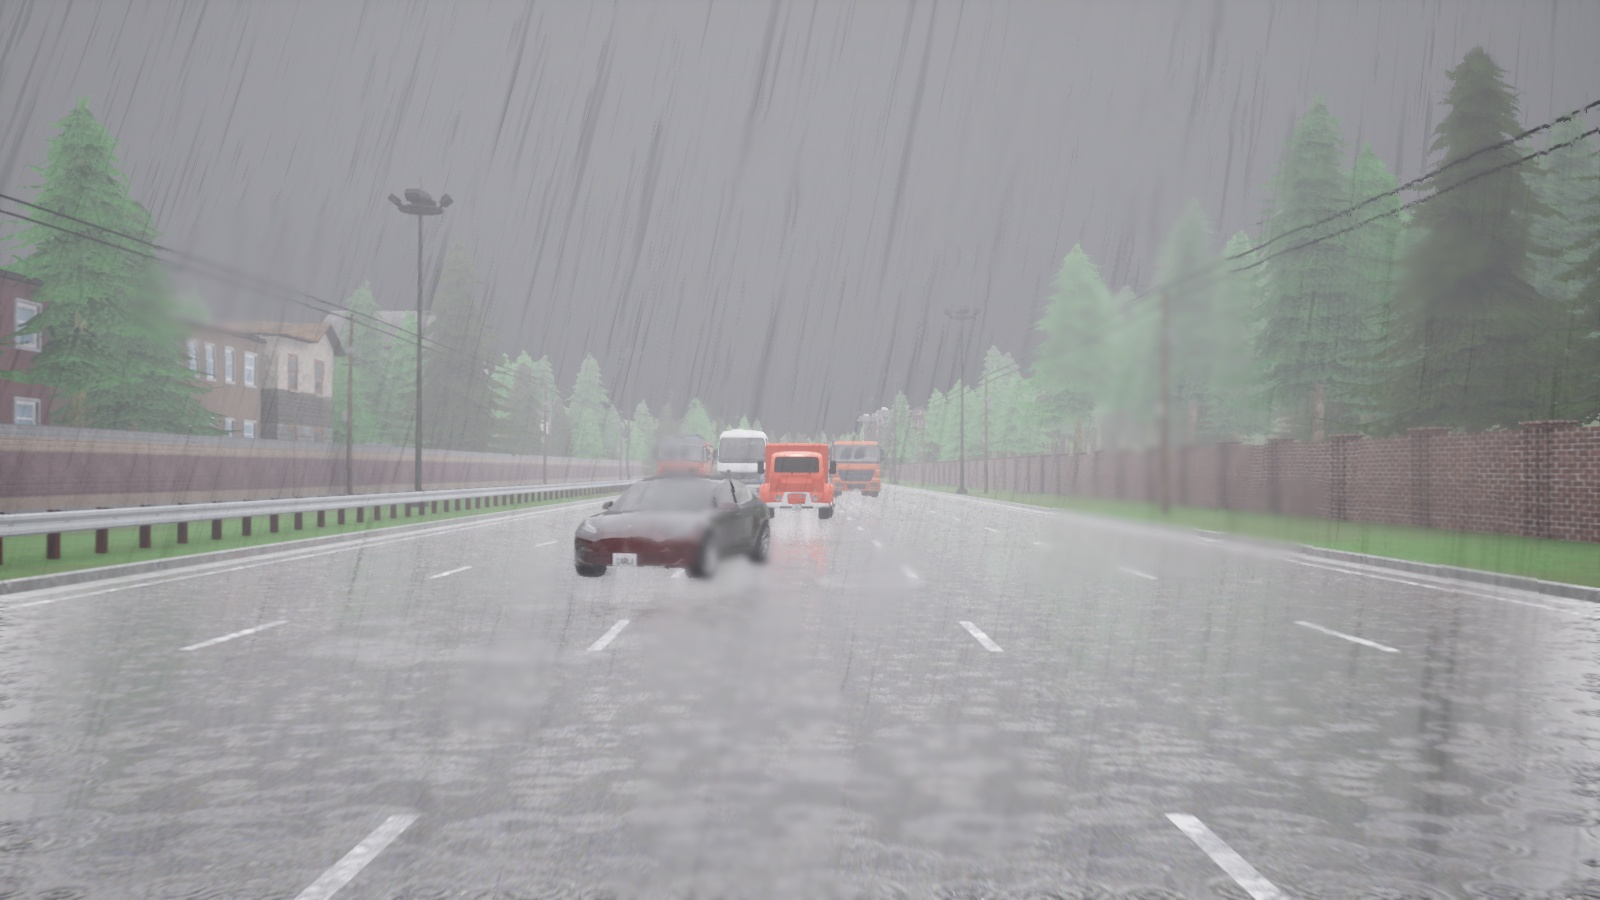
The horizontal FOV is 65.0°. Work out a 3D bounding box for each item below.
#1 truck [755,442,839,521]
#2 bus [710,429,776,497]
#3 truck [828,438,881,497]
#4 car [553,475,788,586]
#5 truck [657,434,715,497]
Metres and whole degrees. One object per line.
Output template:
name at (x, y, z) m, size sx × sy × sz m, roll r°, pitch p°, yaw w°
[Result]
truck at (-0.103, 1.028, 41.957) m, size 2.627 × 2.467 × 5.204 m, roll 0°, pitch -1°, yaw 0°
bus at (-3.710, 0.860, 84.513) m, size 3.944 × 4.253 × 10.273 m, roll 0°, pitch -1°, yaw 0°
truck at (3.309, 1.111, 77.577) m, size 2.891 × 3.462 × 7.936 m, roll 0°, pitch -1°, yaw 0°
car at (-1.830, 1.148, 19.605) m, size 2.163 × 1.488 × 4.792 m, roll 0°, pitch -1°, yaw 14°
truck at (-7.199, 1.016, 80.332) m, size 2.891 × 3.827 × 8.468 m, roll 0°, pitch -1°, yaw 0°
